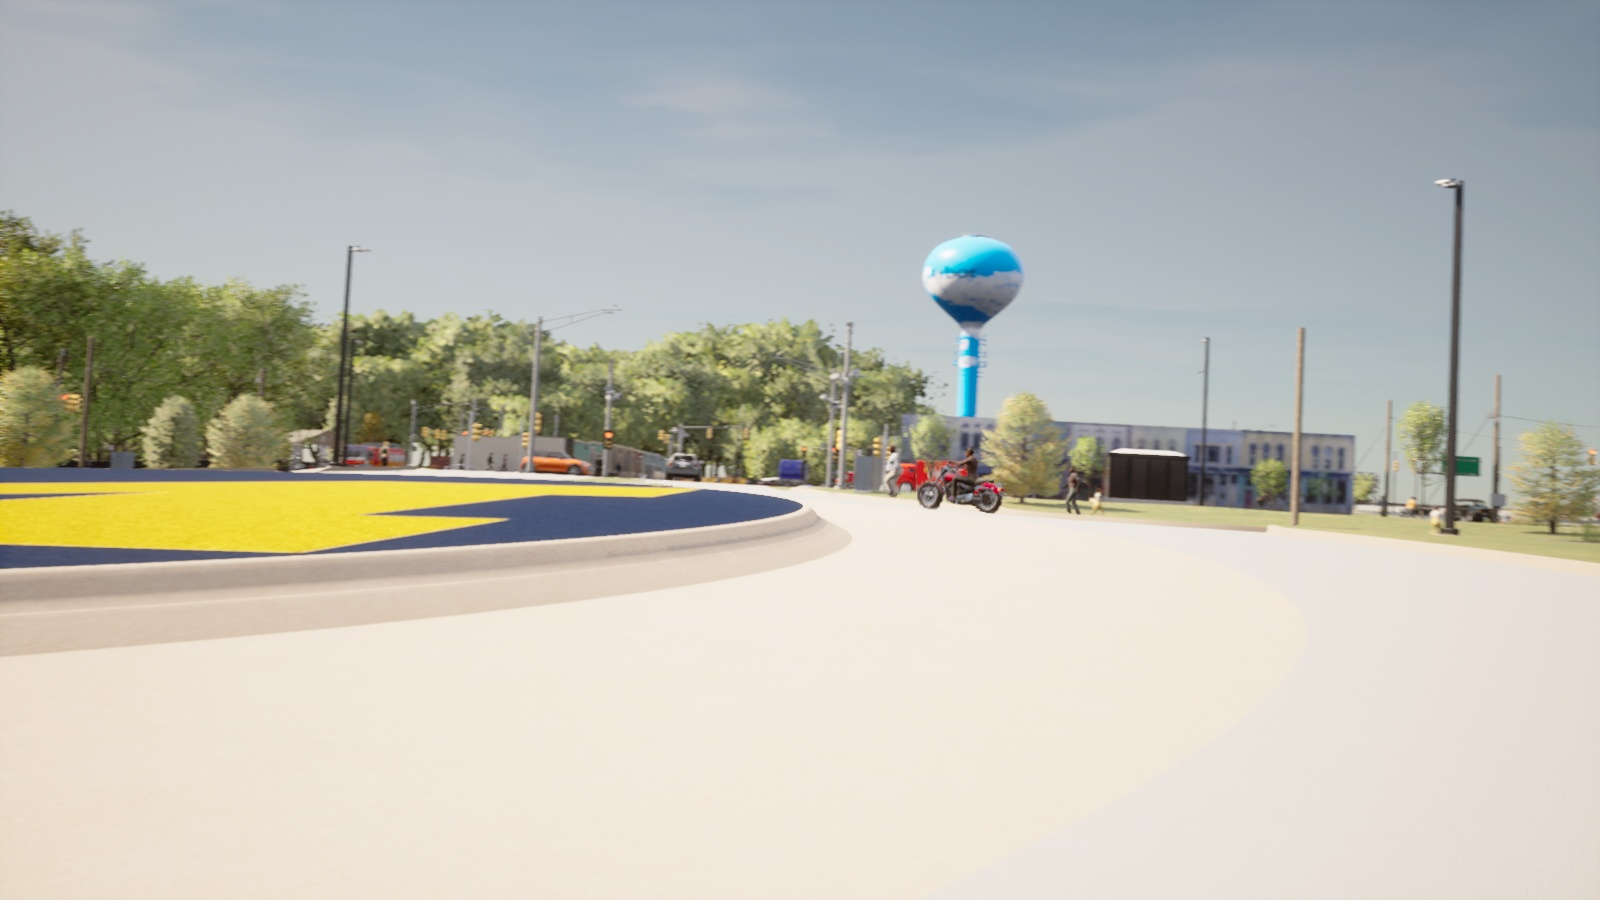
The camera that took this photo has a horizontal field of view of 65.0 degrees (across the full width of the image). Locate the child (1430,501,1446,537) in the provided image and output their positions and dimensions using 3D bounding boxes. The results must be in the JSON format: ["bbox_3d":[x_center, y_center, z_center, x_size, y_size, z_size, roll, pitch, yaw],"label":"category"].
[{"bbox_3d":[23.199,2.510,45.664,0.437,1.263,0.270,4,-3,-15],"label":"child"}]

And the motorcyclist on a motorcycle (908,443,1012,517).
[{"bbox_3d":[3.927,0.727,30.908,2.350,1.649,0.766,2,-4,36],"label":"motorcyclist on a motorcycle"}]

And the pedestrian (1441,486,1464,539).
[{"bbox_3d":[23.146,2.206,44.567,0.594,1.836,0.345,3,-3,1],"label":"pedestrian"}]

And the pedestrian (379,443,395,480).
[{"bbox_3d":[-20.826,0.564,63.329,0.345,1.836,0.594,2,-3,17],"label":"pedestrian"}]

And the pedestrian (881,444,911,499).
[{"bbox_3d":[3.346,0.752,43.795,0.900,1.855,0.874,3,-3,-2],"label":"pedestrian"}]

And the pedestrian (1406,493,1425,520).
[{"bbox_3d":[42.504,3.906,86.716,0.900,1.855,0.874,3,-3,6],"label":"pedestrian"}]

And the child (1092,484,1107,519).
[{"bbox_3d":[10.928,1.893,45.853,0.437,1.263,0.270,3,-3,-7],"label":"child"}]

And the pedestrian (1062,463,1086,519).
[{"bbox_3d":[9.684,1.457,44.328,0.666,1.930,0.402,3,-3,-3],"label":"pedestrian"}]

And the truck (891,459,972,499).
[{"bbox_3d":[8.755,1.952,83.456,5.204,2.467,2.627,2,-3,6],"label":"truck"}]

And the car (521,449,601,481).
[{"bbox_3d":[-15.460,0.965,81.367,4.553,1.767,2.097,3,-3,5],"label":"car"}]

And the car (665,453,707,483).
[{"bbox_3d":[-6.099,0.985,67.516,1.970,1.475,3.806,3,-2,-2],"label":"car"}]
